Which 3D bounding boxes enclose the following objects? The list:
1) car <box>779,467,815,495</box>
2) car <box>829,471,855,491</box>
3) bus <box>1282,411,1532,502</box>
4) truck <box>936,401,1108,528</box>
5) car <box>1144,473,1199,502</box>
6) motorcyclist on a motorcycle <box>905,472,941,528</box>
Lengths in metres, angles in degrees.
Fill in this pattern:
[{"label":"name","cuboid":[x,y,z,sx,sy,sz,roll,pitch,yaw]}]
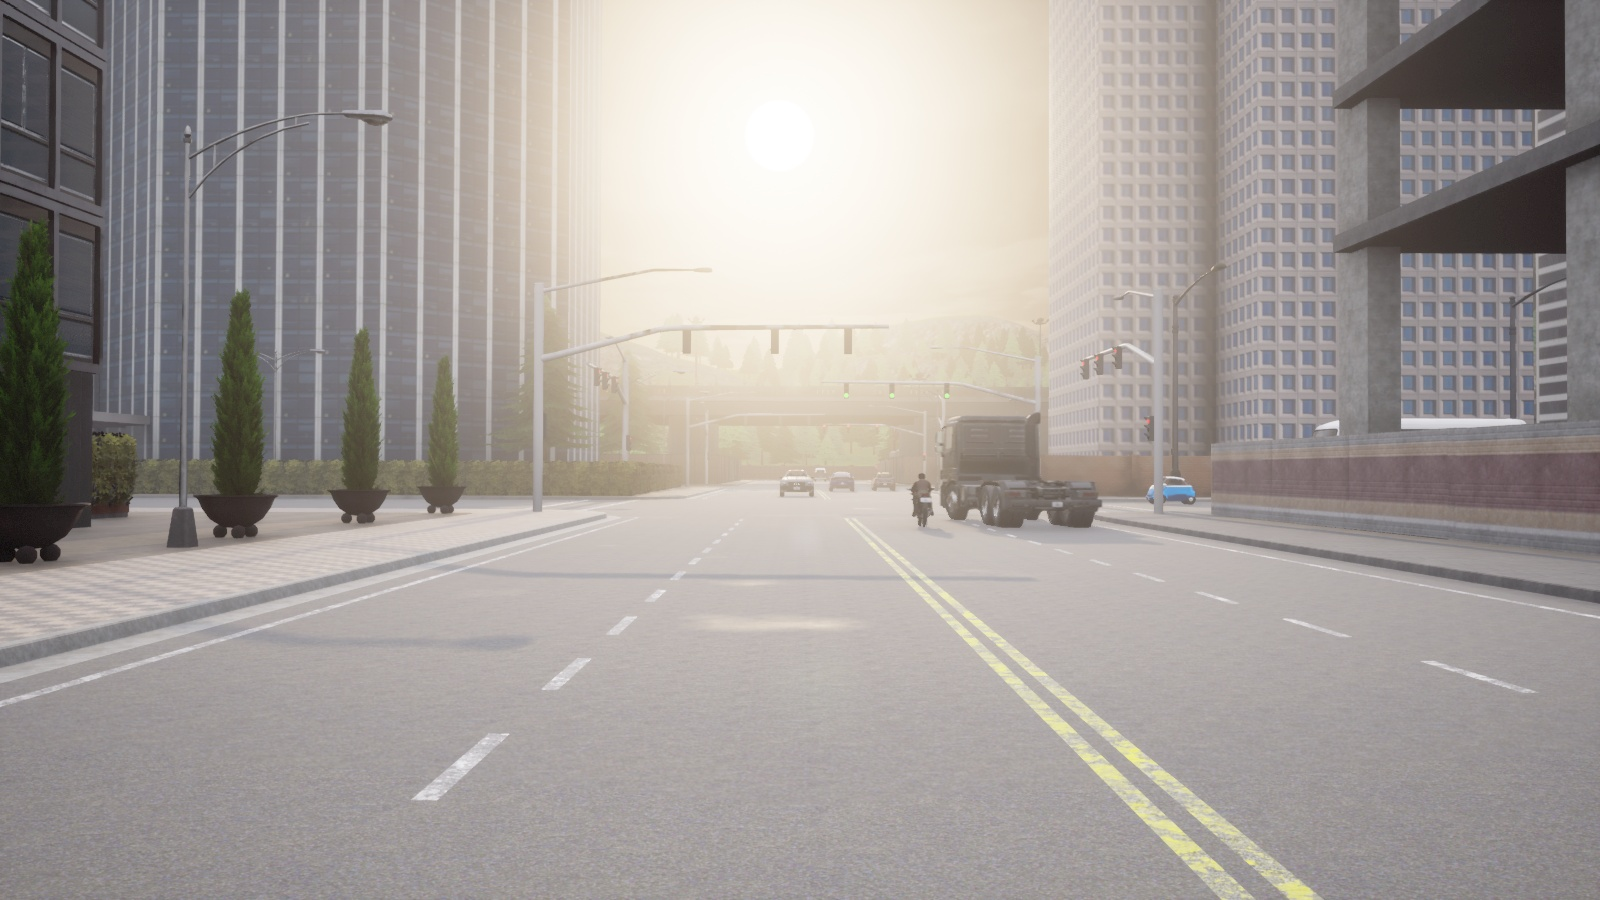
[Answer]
[{"label":"car","cuboid":[-0.183,1.908,78.435,2.152,1.651,5.027,0,-1,0]},{"label":"car","cuboid":[3.270,2.425,98.267,1.882,1.535,5.008,0,-1,0]},{"label":"bus","cuboid":[29.482,0.349,61.421,10.273,4.253,3.944,0,-1,0]},{"label":"truck","cuboid":[6.516,0.450,38.304,2.891,3.462,7.936,0,-1,-7]},{"label":"car","cuboid":[18.165,1.826,61.453,2.207,1.376,1.481,0,-1,0]},{"label":"motorcyclist on a motorcycle","cuboid":[3.418,1.371,35.158,0.797,1.523,2.044,0,-1,0]}]
